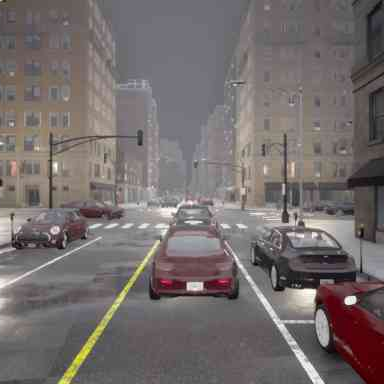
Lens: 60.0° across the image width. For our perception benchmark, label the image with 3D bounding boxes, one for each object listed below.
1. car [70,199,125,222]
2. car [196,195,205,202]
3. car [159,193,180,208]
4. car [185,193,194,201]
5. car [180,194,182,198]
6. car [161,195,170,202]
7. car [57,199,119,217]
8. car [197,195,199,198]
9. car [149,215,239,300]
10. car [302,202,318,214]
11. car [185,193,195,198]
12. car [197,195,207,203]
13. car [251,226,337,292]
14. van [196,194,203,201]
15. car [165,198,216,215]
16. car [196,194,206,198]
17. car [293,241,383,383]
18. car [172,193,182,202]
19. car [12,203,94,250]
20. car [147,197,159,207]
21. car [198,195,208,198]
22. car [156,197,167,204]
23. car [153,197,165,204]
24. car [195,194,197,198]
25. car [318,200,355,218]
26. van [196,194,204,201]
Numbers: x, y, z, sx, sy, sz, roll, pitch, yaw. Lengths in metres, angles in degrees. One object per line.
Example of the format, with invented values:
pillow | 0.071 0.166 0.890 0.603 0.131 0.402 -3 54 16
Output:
car | -7.610 1.416 25.775 5.008 1.535 1.882 0 -1 16
car | 2.112 1.559 80.199 1.967 1.590 4.097 0 0 -1
car | -3.272 1.390 48.456 2.097 1.767 4.553 0 0 -1
car | -0.674 1.383 90.111 2.150 2.045 5.566 0 0 -1
car | -3.432 1.604 67.257 1.812 1.442 4.674 0 0 0
car | -6.412 1.559 80.110 1.967 1.590 4.097 0 0 -1
car | -9.385 1.439 30.257 5.008 1.535 1.882 0 0 0
car | 2.367 1.622 58.172 1.947 1.339 4.313 0 0 -1
car | 0.018 1.528 8.277 1.812 1.442 4.674 0 0 -1
car | 14.634 1.648 37.154 4.674 1.442 1.812 0 0 1
car | -0.550 1.341 79.392 2.150 2.045 5.566 0 0 -1
car | 2.176 1.541 74.694 1.967 1.590 4.097 0 0 -1
car | 2.657 1.553 8.739 2.008 1.369 4.403 0 0 0
van | 1.985 1.503 91.214 1.690 1.788 3.998 0 0 -1
car | 0.066 1.358 15.581 2.097 1.767 4.553 0 0 0
car | 2.301 1.595 63.849 1.752 1.417 4.829 0 0 -1
car | 2.669 1.545 3.248 1.887 1.381 4.507 0 0 0
car | -3.532 1.336 77.788 2.150 2.045 5.566 0 0 -1
car | -5.880 1.445 14.209 1.967 1.590 4.097 0 0 0
car | -6.094 1.595 52.571 2.008 1.369 4.403 0 0 -1
car | 2.431 1.590 52.666 1.887 1.381 4.507 0 0 -1
car | -6.286 1.665 69.094 1.802 1.307 4.206 0 0 -1
car | -6.222 1.613 63.586 1.887 1.381 4.507 0 0 -1
car | 2.240 1.399 69.186 2.192 1.841 5.009 0 0 -1
car | 14.571 1.571 30.446 4.892 1.490 1.837 0 0 0
van | 2.049 1.481 85.707 1.690 1.788 3.998 0 0 -1
